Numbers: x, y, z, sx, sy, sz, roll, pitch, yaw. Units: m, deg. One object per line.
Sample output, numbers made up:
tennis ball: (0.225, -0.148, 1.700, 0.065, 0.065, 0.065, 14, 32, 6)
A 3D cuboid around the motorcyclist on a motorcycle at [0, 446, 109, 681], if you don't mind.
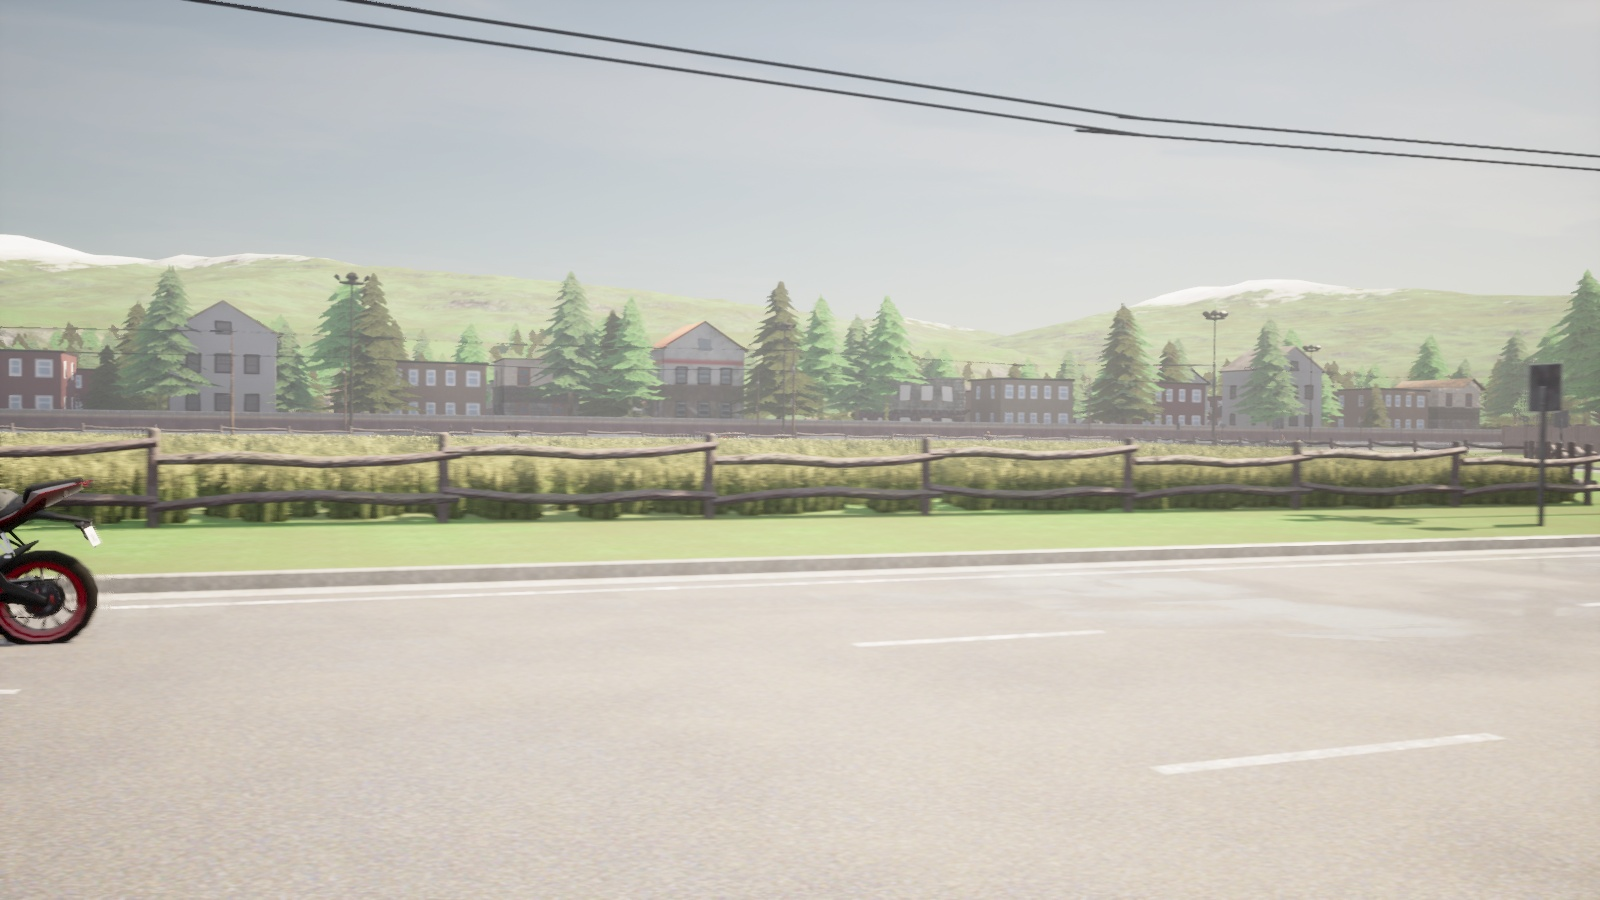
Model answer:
motorcyclist on a motorcycle: (-5.975, 0.760, 8.457, 2.191, 1.530, 0.866, -1, 1, -21)
